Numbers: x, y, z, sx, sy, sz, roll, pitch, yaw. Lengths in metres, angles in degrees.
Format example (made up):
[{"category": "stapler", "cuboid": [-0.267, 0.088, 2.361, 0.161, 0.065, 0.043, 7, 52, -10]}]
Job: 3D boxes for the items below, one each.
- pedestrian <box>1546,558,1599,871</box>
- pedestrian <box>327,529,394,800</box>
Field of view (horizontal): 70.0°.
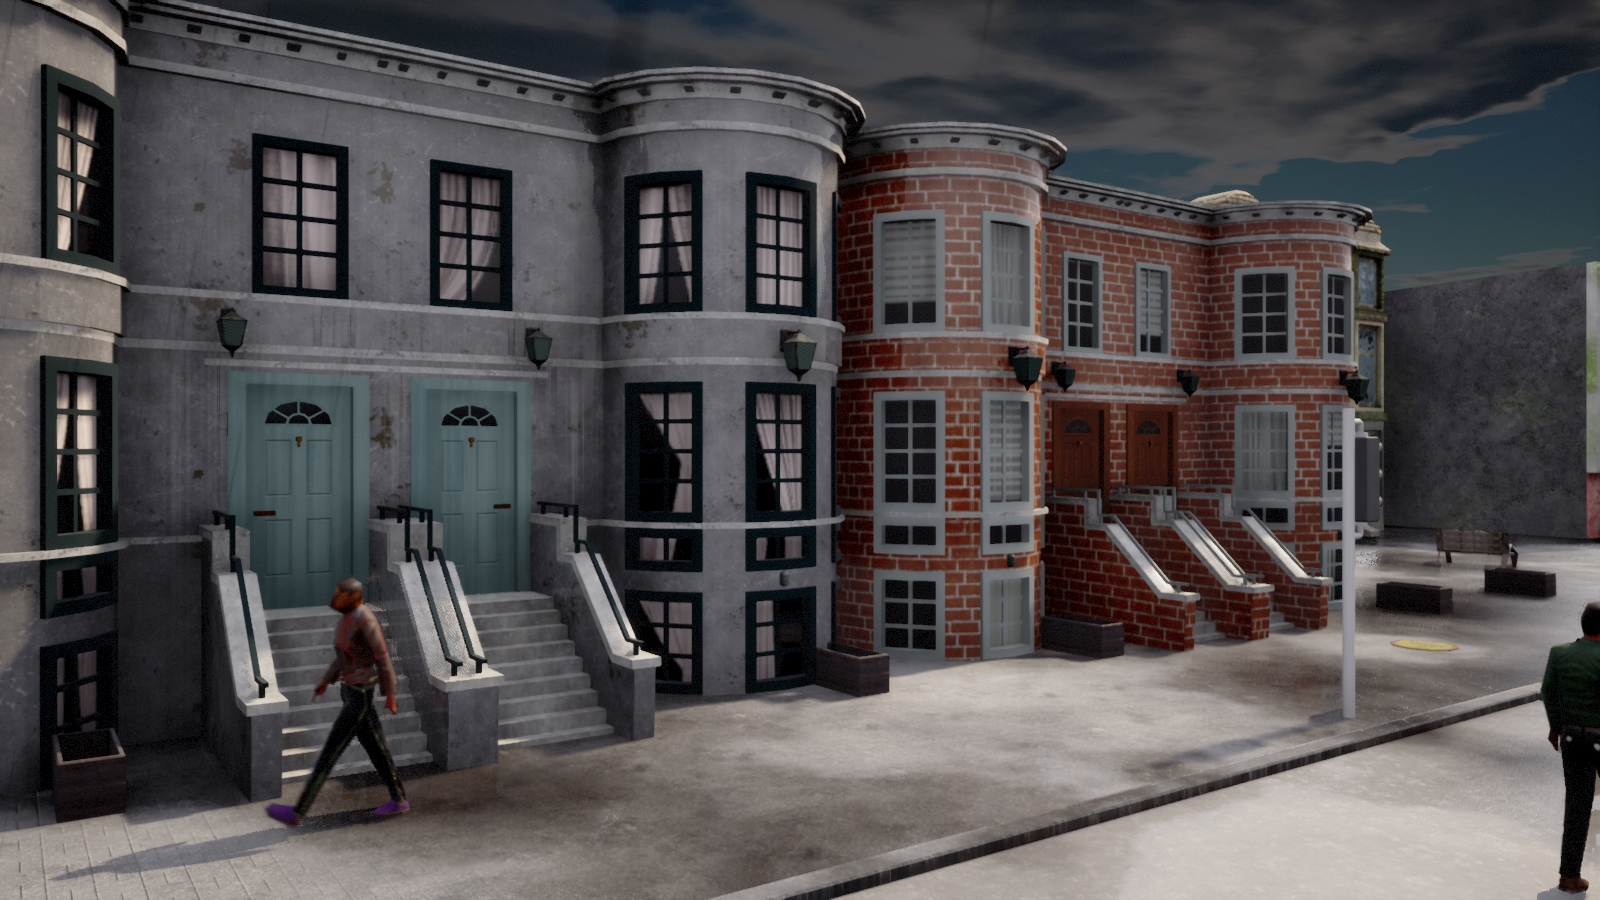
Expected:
[{"category": "pedestrian", "cuboid": [4.980, 1.627, 7.153, 0.375, 1.860, 0.375, 0, 0, -23]}, {"category": "pedestrian", "cuboid": [-3.181, 1.524, 8.272, 0.375, 1.860, 0.375, 0, 0, -35]}]
